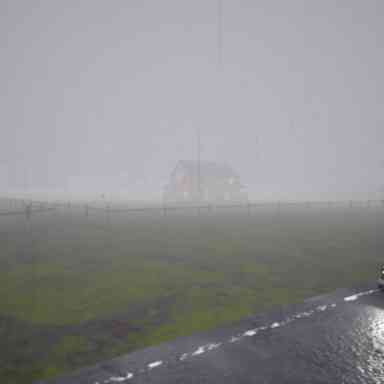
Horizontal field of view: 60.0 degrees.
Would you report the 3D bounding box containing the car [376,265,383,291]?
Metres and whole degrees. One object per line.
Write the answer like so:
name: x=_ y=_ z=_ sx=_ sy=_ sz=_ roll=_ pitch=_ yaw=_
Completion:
car: x=6.405 y=1.550 z=7.631 sx=5.357 sy=1.411 sz=2.033 roll=0 pitch=0 yaw=-35
